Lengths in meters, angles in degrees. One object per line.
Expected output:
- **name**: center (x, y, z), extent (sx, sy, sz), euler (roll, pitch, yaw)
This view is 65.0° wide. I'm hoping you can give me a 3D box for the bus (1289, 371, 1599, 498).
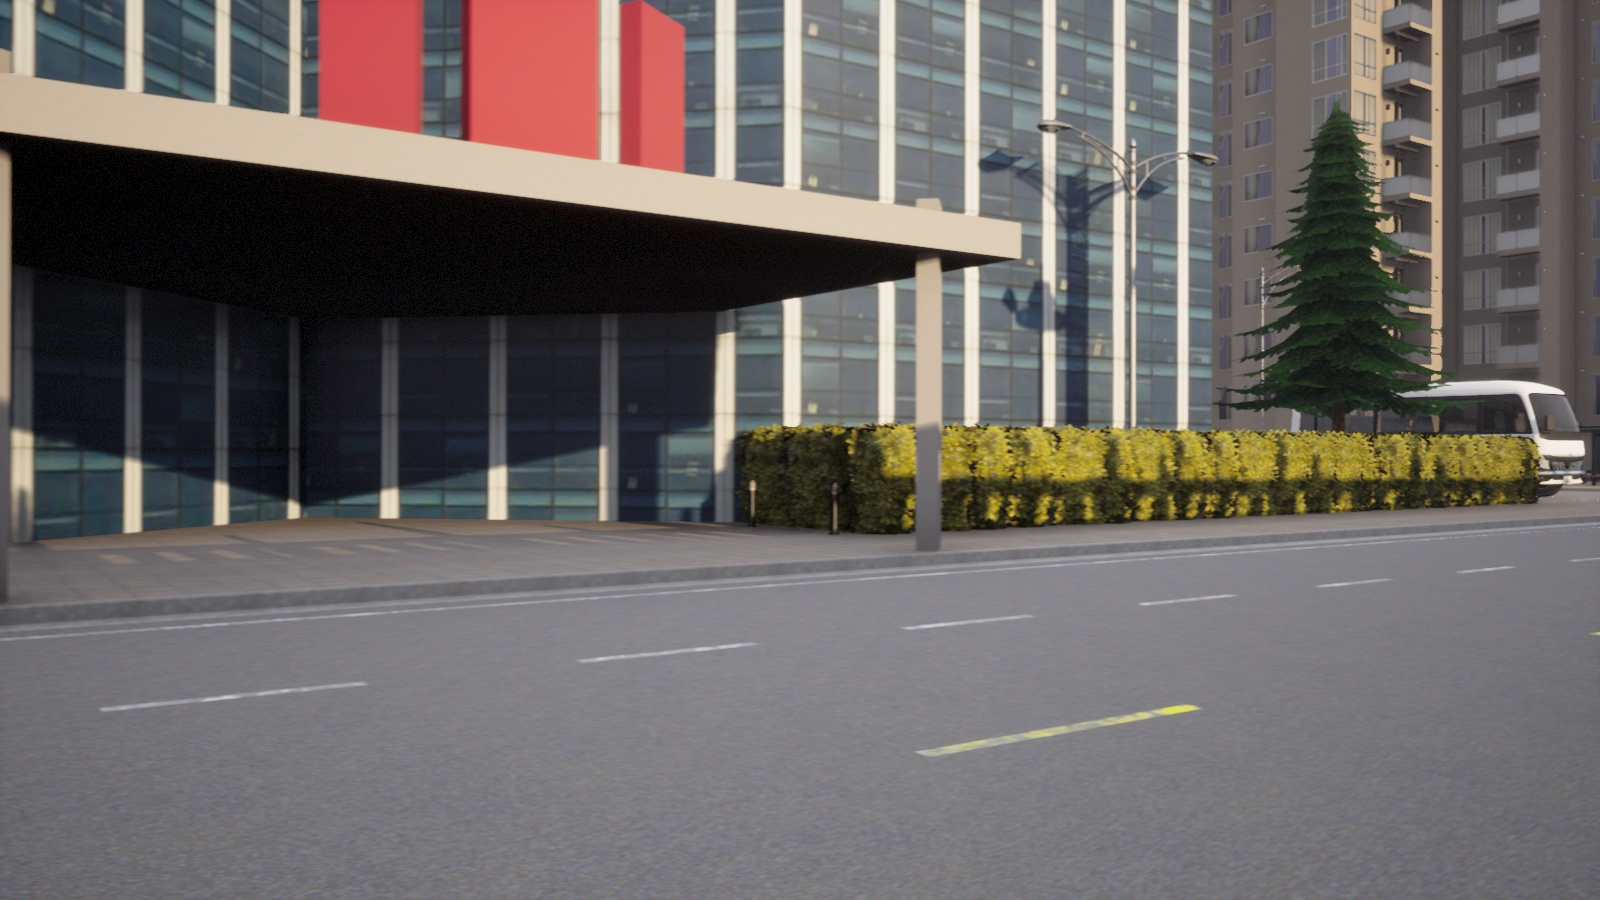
- **bus**: center (24.257, -0.511, 47.478), extent (3.944, 4.253, 10.273), euler (0, 0, -35)
